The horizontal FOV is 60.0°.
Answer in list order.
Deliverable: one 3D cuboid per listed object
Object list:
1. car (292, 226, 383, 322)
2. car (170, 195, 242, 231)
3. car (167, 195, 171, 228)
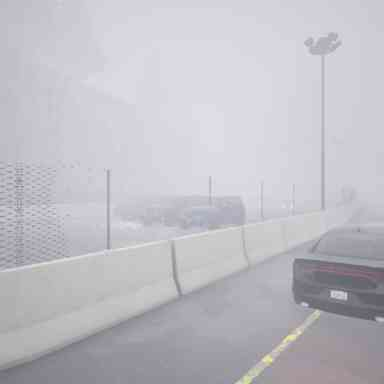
[{"bbox_3d":[3.797,1.478,7.248,1.882,1.535,5.008,0,0,37],"label":"car"},{"bbox_3d":[1.360,1.221,20.199,2.150,2.045,5.566,0,0,33],"label":"car"},{"bbox_3d":[-1.139,1.221,22.769,2.150,2.045,5.566,0,0,33],"label":"car"}]
